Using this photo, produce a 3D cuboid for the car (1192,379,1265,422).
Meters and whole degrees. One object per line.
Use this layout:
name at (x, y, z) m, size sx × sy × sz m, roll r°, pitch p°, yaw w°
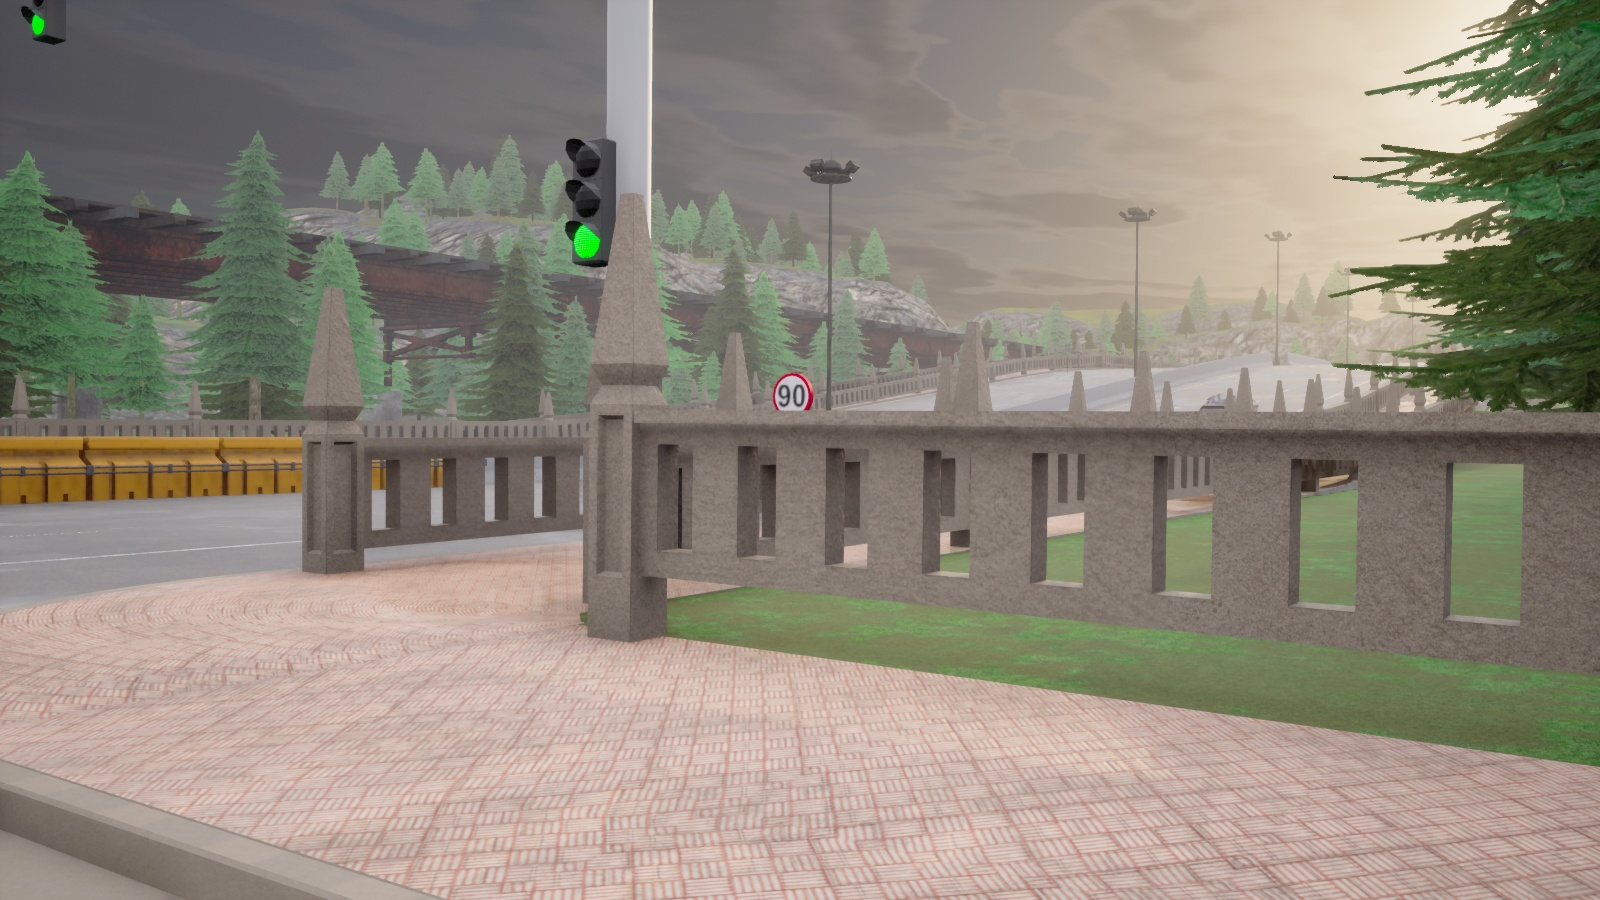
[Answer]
car at (20.663, -2.409, 60.394) m, size 2.128 × 1.511 × 4.902 m, roll 0°, pitch 8°, yaw 34°
